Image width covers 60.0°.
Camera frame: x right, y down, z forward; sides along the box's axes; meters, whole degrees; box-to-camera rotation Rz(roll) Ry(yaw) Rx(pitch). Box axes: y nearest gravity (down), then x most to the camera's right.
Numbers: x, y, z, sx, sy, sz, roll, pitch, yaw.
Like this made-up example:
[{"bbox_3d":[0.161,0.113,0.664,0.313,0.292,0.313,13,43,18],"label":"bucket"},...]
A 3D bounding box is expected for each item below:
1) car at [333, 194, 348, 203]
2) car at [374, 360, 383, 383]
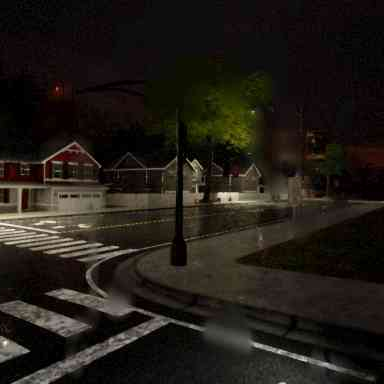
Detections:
[{"bbox_3d":[28.056,1.208,62.697,2.128,1.511,4.902,1,0,36],"label":"car"},{"bbox_3d":[3.380,1.506,1.268,4.892,1.490,1.837,0,0,36],"label":"car"}]
